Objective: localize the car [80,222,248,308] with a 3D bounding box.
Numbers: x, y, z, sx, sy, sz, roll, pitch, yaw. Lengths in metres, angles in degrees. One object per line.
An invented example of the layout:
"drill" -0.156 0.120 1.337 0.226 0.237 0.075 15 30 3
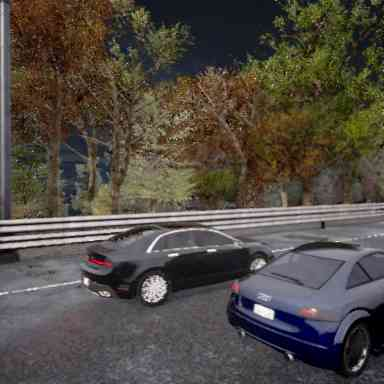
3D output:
"car" -0.112 1.492 7.938 4.892 1.490 1.837 0 0 -35

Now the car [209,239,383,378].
"car" 2.587 1.548 5.555 4.181 1.385 1.994 0 0 -35
